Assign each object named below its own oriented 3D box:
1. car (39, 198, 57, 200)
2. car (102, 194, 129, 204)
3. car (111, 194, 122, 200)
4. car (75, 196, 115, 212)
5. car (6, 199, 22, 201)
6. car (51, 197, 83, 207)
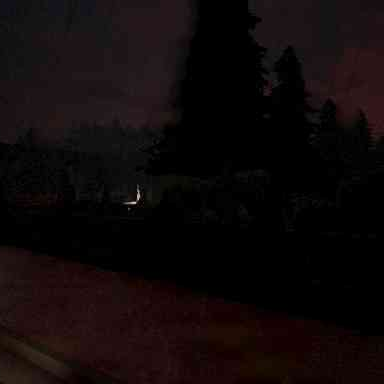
[{"bbox_3d":[-20.441,1.526,46.306,1.812,1.442,4.674,0,0,36],"label":"car"},{"bbox_3d":[-14.056,1.186,61.207,1.837,1.490,4.892,0,3,36],"label":"car"},{"bbox_3d":[-14.544,1.391,54.532,2.128,1.511,4.902,0,2,36],"label":"car"},{"bbox_3d":[-10.955,1.506,35.166,1.837,1.490,4.892,0,0,36],"label":"car"},{"bbox_3d":[-25.015,1.601,45.941,1.895,1.301,4.718,0,0,36],"label":"car"},{"bbox_3d":[-19.879,1.506,53.088,1.812,1.442,4.674,0,1,35],"label":"car"}]
